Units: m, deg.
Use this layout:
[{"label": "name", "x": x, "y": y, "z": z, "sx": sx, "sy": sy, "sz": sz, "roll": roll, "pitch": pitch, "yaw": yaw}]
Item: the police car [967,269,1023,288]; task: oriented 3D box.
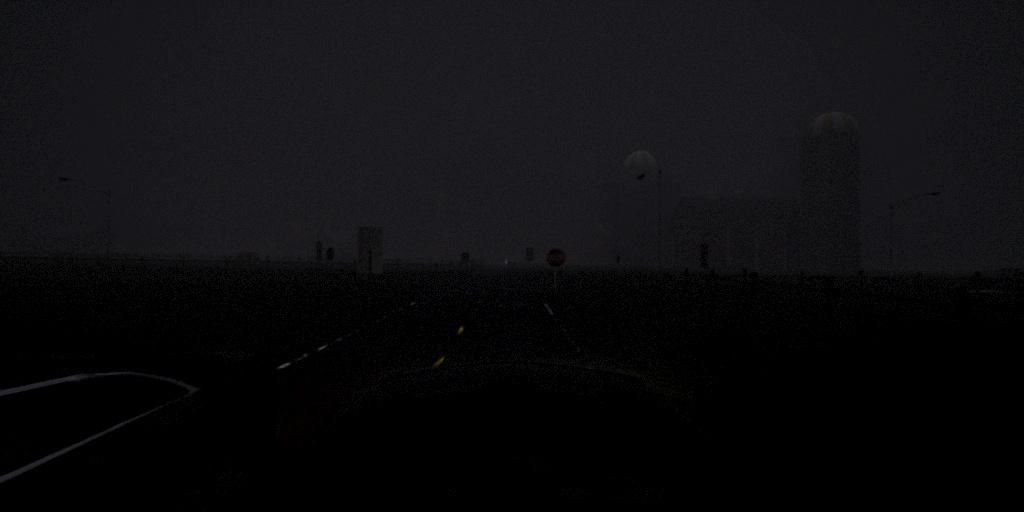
[{"label": "police car", "x": 39.000, "y": 1.812, "z": 28.257, "sx": 5.238, "sy": 1.638, "sz": 1.930, "roll": 1, "pitch": -1, "yaw": 0}]

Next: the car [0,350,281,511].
[{"label": "car", "x": -2.840, "y": 1.242, "z": 0.946, "sx": 2.128, "sy": 1.511, "sz": 4.902, "roll": 0, "pitch": 0, "yaw": 0}]
